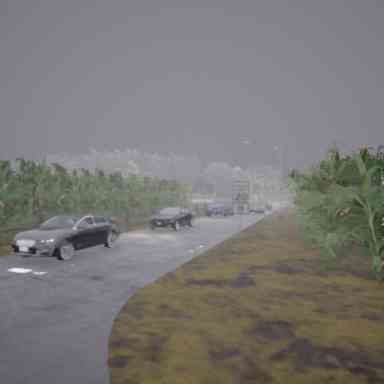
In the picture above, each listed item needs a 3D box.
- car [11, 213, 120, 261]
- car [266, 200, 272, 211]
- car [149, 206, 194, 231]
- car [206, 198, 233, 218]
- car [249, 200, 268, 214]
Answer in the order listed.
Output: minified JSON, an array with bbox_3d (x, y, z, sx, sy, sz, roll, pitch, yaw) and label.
[{"bbox_3d":[-4.626,1.594,12.931,2.128,1.511,4.902,0,-1,18],"label":"car"},{"bbox_3d":[12.305,2.196,56.352,2.097,1.767,4.553,0,-1,19],"label":"car"},{"bbox_3d":[-1.312,1.754,23.318,1.882,1.535,5.008,0,-1,18],"label":"car"},{"bbox_3d":[3.255,1.735,37.592,2.150,2.045,5.566,0,-1,18],"label":"car"},{"bbox_3d":[8.752,2.229,45.161,1.994,1.385,4.181,0,-1,17],"label":"car"}]
